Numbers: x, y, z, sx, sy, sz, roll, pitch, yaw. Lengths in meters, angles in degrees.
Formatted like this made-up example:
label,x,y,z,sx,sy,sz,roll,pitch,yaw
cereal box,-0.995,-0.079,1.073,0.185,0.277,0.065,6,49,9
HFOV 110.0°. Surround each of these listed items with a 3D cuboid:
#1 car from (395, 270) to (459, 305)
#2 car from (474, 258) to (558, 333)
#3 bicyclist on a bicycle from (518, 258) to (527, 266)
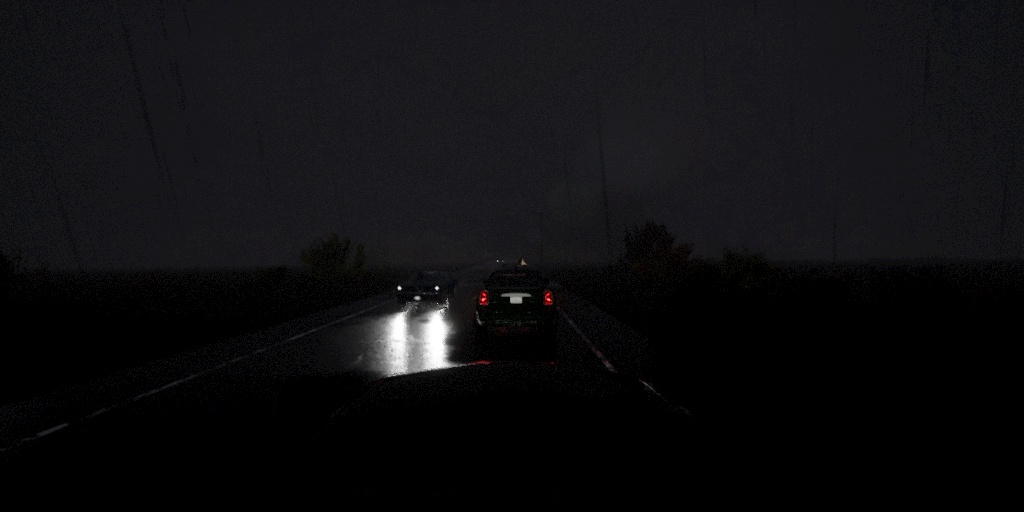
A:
label,x,y,z,sx,sy,sz,roll,pitch,yaw
car,-3.601,1.301,15.910,1.895,1.301,4.718,0,0,0
car,0.100,1.071,10.804,2.097,1.767,4.553,0,0,0
bicyclist on a bicycle,0.976,1.084,32.222,0.866,1.612,1.509,0,0,0
